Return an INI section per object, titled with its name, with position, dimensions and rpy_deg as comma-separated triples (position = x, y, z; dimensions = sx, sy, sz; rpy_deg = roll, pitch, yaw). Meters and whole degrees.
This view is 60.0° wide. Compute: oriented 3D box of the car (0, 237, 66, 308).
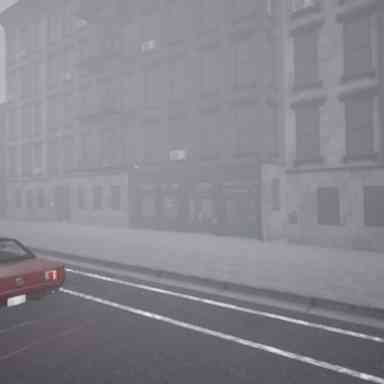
[car]
position = -4.870, 1.620, 7.139
dimensions = 4.718, 1.301, 1.895
rpy_deg = 0, 0, 36
